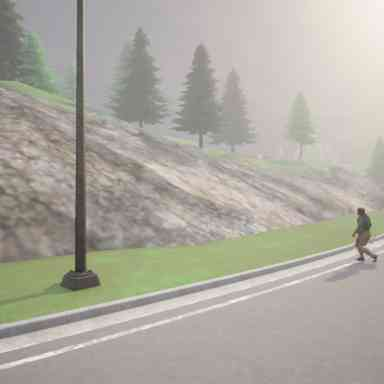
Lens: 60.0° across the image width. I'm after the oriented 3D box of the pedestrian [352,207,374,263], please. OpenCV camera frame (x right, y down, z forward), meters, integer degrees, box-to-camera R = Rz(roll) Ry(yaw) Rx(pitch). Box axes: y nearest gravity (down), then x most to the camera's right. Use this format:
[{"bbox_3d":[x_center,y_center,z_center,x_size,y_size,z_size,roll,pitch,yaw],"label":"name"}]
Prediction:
[{"bbox_3d":[5.399,1.294,10.487,0.375,1.860,0.375,0,0,-43],"label":"pedestrian"}]
